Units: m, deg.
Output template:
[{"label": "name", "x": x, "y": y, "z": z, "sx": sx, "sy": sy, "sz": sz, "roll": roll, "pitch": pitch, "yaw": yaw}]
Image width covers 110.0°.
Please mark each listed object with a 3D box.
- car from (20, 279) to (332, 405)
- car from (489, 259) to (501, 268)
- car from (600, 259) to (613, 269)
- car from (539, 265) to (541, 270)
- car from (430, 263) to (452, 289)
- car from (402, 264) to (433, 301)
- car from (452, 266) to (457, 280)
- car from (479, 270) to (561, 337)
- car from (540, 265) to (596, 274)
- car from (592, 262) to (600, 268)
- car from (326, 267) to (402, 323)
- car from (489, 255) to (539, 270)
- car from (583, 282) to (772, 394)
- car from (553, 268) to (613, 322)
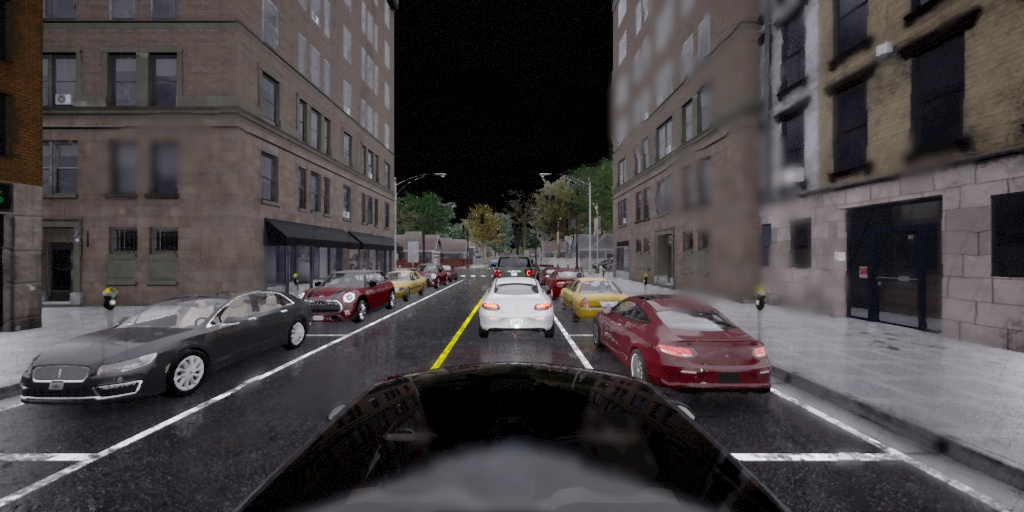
[{"label": "car", "x": -5.386, "y": 1.302, "z": 6.427, "sx": 2.007, "sy": 1.370, "sz": 4.403, "roll": 0, "pitch": 0, "yaw": 0}, {"label": "car", "x": -3.045, "y": 1.302, "z": 64.295, "sx": 1.882, "sy": 1.535, "sz": 5.008, "roll": 0, "pitch": 0, "yaw": 0}, {"label": "car", "x": 14.505, "y": 1.258, "z": 48.213, "sx": 4.181, "sy": 1.385, "sz": 1.994, "roll": 0, "pitch": 0, "yaw": 0}, {"label": "car", "x": 2.648, "y": 1.347, "z": 22.980, "sx": 1.802, "sy": 1.307, "sz": 4.207, "roll": 0, "pitch": 0, "yaw": 0}, {"label": "car", "x": -5.377, "y": 1.205, "z": 22.983, "sx": 1.967, "sy": 1.591, "sz": 4.097, "roll": 0, "pitch": 0, "yaw": 0}, {"label": "car", "x": -5.380, "y": 1.286, "z": 17.294, "sx": 1.751, "sy": 1.417, "sz": 4.829, "roll": 0, "pitch": 0, "yaw": 0}, {"label": "car", "x": -5.374, "y": 1.352, "z": 28.502, "sx": 1.802, "sy": 1.307, "sz": 4.207, "roll": 0, "pitch": 0, "yaw": 0}, {"label": "car", "x": 0.103, "y": 1.280, "z": 10.147, "sx": 1.812, "sy": 1.442, "sz": 4.674, "roll": 0, "pitch": 0, "yaw": 0}, {"label": "car", "x": 2.645, "y": 1.305, "z": 17.462, "sx": 1.888, "sy": 1.381, "sz": 4.507, "roll": 0, "pitch": 0, "yaw": 0}, {"label": "car", "x": 14.003, "y": 1.203, "z": 51.454, "sx": 4.892, "sy": 1.490, "sz": 1.837, "roll": 0, "pitch": 0, "yaw": 1}, {"label": "car", "x": -5.383, "y": 1.195, "z": 11.945, "sx": 1.967, "sy": 1.591, "sz": 4.097, "roll": 0, "pitch": 0, "yaw": 0}, {"label": "car", "x": 0.109, "y": 0.984, "z": 19.909, "sx": 2.150, "sy": 2.045, "sz": 5.566, "roll": 0, "pitch": 0, "yaw": 0}, {"label": "car", "x": 2.639, "y": 1.334, "z": 6.426, "sx": 1.802, "sy": 1.307, "sz": 4.207, "roll": 0, "pitch": 0, "yaw": 0}, {"label": "car", "x": 2.642, "y": 1.281, "z": 12.114, "sx": 1.751, "sy": 1.417, "sz": 4.829, "roll": 0, "pitch": 0, "yaw": 0}]
